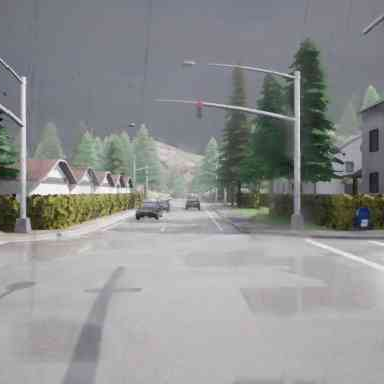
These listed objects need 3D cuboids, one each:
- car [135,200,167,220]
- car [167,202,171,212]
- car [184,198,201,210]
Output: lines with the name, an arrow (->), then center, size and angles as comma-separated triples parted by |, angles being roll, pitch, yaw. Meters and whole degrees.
car -> -3.591, 1.560, 28.632 | 2.033, 1.411, 5.357 | 0, 0, 0
car -> -3.567, 1.581, 38.549 | 1.994, 1.385, 4.181 | 0, 0, 1
car -> 0.112, 1.524, 43.282 | 1.837, 1.490, 4.892 | 0, 0, 0
